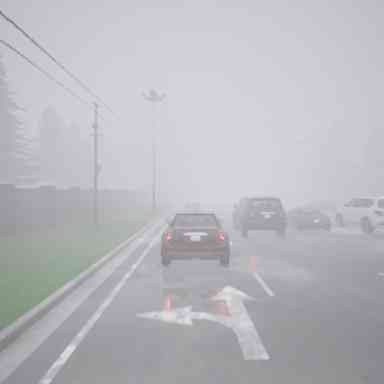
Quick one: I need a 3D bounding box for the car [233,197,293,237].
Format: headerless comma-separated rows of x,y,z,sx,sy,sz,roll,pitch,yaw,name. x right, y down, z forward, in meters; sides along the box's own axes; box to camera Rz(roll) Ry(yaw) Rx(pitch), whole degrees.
3.601,1.267,18.546,2.150,2.045,5.566,0,0,0,car

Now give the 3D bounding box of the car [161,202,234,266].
0.101,1.381,11.873,2.097,1.767,4.553,0,0,0,car

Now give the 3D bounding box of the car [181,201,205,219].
0.102,1.625,31.099,2.033,1.411,5.357,0,0,0,car

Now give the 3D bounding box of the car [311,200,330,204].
14.102,1.582,36.431,2.128,1.511,4.902,0,0,0,car

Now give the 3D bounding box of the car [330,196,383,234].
10.601,1.271,19.823,2.150,2.045,5.566,0,0,0,car

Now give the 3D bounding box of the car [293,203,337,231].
7.101,1.616,20.936,1.994,1.385,4.181,0,0,0,car
